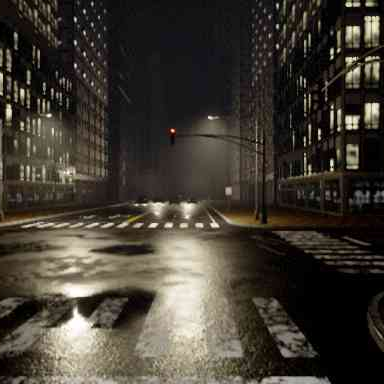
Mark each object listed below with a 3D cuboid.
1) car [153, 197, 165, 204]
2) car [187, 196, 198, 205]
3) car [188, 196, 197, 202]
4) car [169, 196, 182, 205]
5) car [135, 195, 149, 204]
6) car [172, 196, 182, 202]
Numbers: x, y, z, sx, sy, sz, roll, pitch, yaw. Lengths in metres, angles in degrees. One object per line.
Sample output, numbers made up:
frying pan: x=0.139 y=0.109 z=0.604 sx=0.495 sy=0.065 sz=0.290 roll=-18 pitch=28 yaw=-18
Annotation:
car: x=-6.398 y=1.613 z=64.552 sx=1.994 sy=1.385 sz=4.181 roll=0 pitch=0 yaw=0
car: x=0.096 y=1.586 z=60.373 sx=2.033 sy=1.411 sz=5.357 roll=0 pitch=0 yaw=0
car: x=0.113 y=1.510 z=70.821 sx=1.895 sy=1.301 sz=4.718 roll=0 pitch=0 yaw=0
car: x=-3.155 y=1.585 z=59.961 sx=2.033 sy=1.411 sz=5.357 roll=0 pitch=0 yaw=0
car: x=-9.647 y=1.402 z=64.587 sx=2.097 sy=1.767 sz=4.553 roll=0 pitch=0 yaw=0
car: x=-3.138 y=1.450 z=70.380 sx=1.994 sy=1.385 sz=4.181 roll=0 pitch=0 yaw=0
